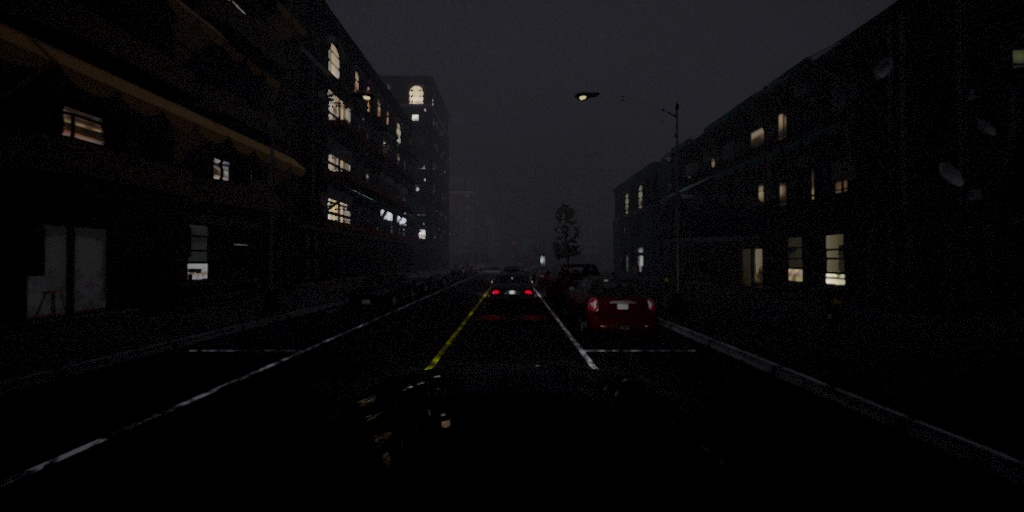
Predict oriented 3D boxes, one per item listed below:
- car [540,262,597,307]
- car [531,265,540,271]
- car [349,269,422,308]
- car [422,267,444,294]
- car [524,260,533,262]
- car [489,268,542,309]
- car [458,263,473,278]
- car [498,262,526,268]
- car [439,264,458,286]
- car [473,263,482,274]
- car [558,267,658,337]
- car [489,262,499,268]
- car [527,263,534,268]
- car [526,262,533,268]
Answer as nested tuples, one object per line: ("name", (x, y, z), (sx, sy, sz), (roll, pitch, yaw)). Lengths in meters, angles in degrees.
("car", (2.693, 1.199, 16.176), (2.192, 1.841, 5.009), (0, 0, 0))
("car", (2.695, 1.574, 27.251), (1.802, 1.307, 4.207), (0, 0, 0))
("car", (-5.688, 1.450, 16.178), (1.948, 1.339, 4.313), (0, 0, 0))
("car", (-5.687, 1.488, 21.715), (2.007, 1.370, 4.403), (0, 0, 0))
("car", (2.699, 1.811, 55.116), (1.751, 1.417, 4.829), (0, 0, 0))
("car", (0.003, 1.429, 15.836), (2.033, 1.411, 5.357), (0, -1, 0))
("car", (-5.685, 1.548, 38.330), (1.967, 1.591, 4.097), (0, 0, 0))
("car", (0.009, 1.540, 31.140), (1.837, 1.490, 4.892), (0, 0, 0))
("car", (-5.686, 1.543, 27.253), (2.007, 1.370, 4.403), (0, 0, 0))
("car", (-5.683, 1.666, 49.408), (1.967, 1.591, 4.097), (0, 0, 0))
("car", (2.692, 1.273, 10.636), (1.967, 1.591, 4.097), (0, 0, 0))
("car", (-3.040, 1.889, 64.326), (1.837, 1.490, 4.892), (0, 0, 1))
("car", (2.695, 1.615, 32.791), (1.948, 1.339, 4.313), (0, 0, 0))
("car", (2.696, 1.659, 38.328), (2.007, 1.370, 4.403), (0, 0, 0))
